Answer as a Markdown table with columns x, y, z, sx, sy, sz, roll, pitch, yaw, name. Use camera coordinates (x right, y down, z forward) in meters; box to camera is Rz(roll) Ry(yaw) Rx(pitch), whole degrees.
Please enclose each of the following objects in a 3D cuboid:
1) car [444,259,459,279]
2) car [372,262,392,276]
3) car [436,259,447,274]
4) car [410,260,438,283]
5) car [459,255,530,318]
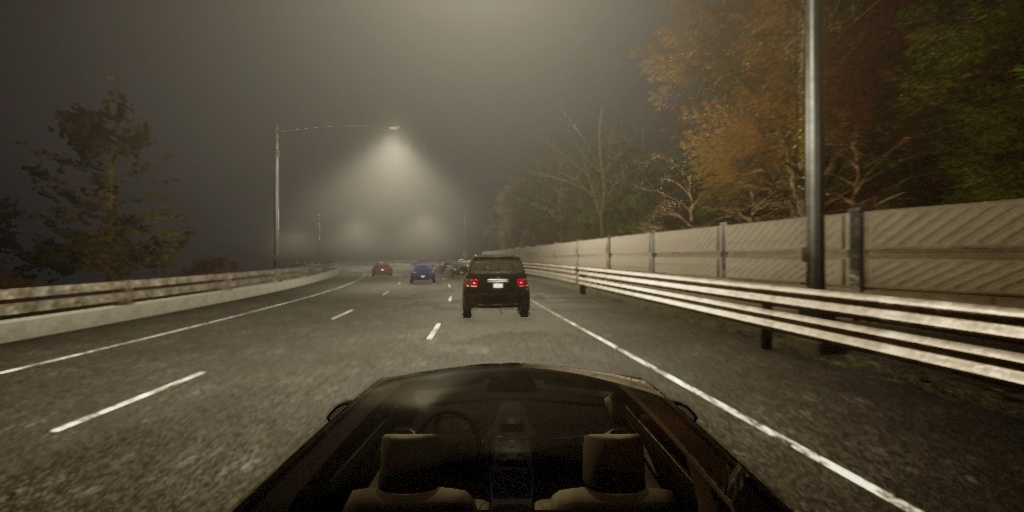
| x | y | z | sx | sy | sz | roll | pitch | yaw | name |
| --- | --- | --- | --- | --- | --- | --- | --- | --- | --- |
| -4.949 | 1.292 | 33.398 | 1.812 | 1.442 | 4.674 | 0 | 0 | -16 | car |
| -13.830 | 1.363 | 38.216 | 1.994 | 1.385 | 4.181 | 0 | 0 | -20 | car |
| -7.378 | 1.279 | 40.953 | 1.837 | 1.490 | 4.892 | 0 | 0 | -18 | car |
| -6.998 | 1.300 | 28.213 | 1.812 | 1.442 | 4.674 | 0 | 0 | -14 | car |
| -0.703 | 0.973 | 13.309 | 2.150 | 2.045 | 5.566 | 0 | 0 | -6 | car |
